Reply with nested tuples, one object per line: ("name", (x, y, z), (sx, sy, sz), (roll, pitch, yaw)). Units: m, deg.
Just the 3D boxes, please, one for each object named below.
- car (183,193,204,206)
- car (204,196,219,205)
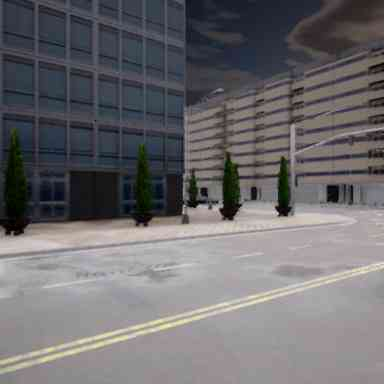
("car", (-0.723, 1.407, 53.147), (1.837, 1.490, 4.892), (0, 0, -35))
("car", (2.268, 1.445, 54.989), (2.033, 1.411, 5.357), (0, 0, -35))
